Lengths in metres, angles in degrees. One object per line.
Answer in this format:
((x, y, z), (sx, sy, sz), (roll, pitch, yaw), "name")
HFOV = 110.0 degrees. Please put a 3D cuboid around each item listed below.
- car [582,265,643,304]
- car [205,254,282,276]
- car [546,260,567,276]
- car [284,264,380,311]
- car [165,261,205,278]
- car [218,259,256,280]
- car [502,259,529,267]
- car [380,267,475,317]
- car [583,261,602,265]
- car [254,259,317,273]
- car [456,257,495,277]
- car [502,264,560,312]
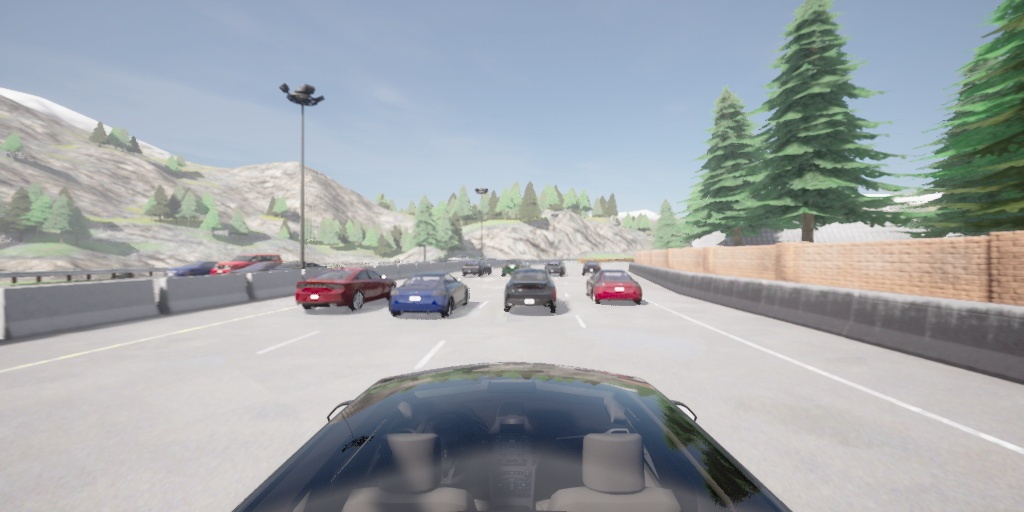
((4.504, 1.293, 16.316), (1.994, 1.385, 4.181), (0, 0, 6), "car")
((-21.995, 0.841, 30.303), (2.150, 2.045, 5.566), (0, 0, 10), "car")
((4.292, 1.176, 35.526), (2.128, 1.511, 4.902), (0, 0, 13), "car")
((-6.254, 1.180, 14.169), (1.882, 1.535, 5.008), (0, 0, 4), "car")
((-25.638, 1.135, 29.591), (1.812, 1.442, 4.674), (0, 0, 9), "car")
((-18.925, 1.181, 27.549), (2.033, 1.411, 5.357), (0, 0, 9), "car")
((0.485, 1.027, 34.544), (2.097, 1.767, 4.553), (0, 0, 13), "car")
((-2.832, 1.279, 13.042), (1.994, 1.385, 4.181), (0, 0, 4), "car")
((8.363, 1.218, 37.387), (1.812, 1.442, 4.674), (0, 0, 15), "car")
((-15.597, 1.153, 25.924), (1.837, 1.490, 4.892), (0, 0, 9), "car")
((-3.231, 1.157, 34.011), (2.128, 1.511, 4.902), (0, 0, 12), "car")
((0.760, 1.228, 14.094), (1.837, 1.490, 4.892), (0, 0, 5), "car")
